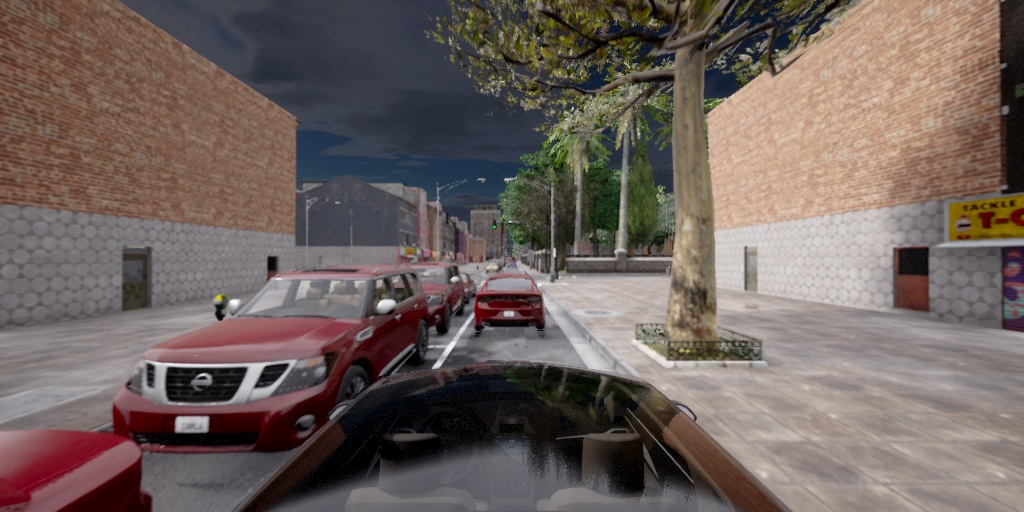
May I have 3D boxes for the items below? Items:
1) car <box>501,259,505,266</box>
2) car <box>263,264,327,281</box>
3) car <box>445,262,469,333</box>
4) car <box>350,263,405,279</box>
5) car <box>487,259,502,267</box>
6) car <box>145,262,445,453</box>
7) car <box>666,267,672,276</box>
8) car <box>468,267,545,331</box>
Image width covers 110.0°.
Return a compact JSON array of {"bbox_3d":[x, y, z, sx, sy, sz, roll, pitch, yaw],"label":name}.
[{"bbox_3d":[-2.647,1.375,54.514,2.192,1.841,5.009,0,0,0],"label":"car"},{"bbox_3d":[-20.669,1.542,34.322,5.008,1.535,1.882,0,0,0],"label":"car"},{"bbox_3d":[-2.637,1.117,11.080,2.192,1.841,5.009,0,0,0],"label":"car"},{"bbox_3d":[-13.898,1.510,37.217,5.008,1.535,1.882,0,-1,1],"label":"car"},{"bbox_3d":[-2.644,1.554,49.076,1.751,1.417,4.829,0,0,0],"label":"car"},{"bbox_3d":[-2.638,1.085,5.469,2.192,1.841,5.009,0,0,0],"label":"car"},{"bbox_3d":[18.487,1.385,37.317,4.674,1.442,1.812,0,0,0],"label":"car"},{"bbox_3d":[-0.043,1.281,11.300,1.882,1.535,5.008,0,0,1],"label":"car"}]
